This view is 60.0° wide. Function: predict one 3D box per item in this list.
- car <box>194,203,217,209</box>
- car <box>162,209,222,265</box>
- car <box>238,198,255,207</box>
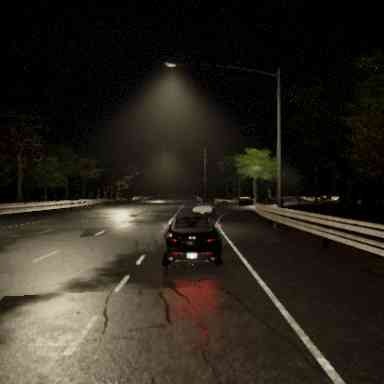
[{"bbox_3d":[1.442,1.770,34.539,1.895,1.301,4.718,0,0,11],"label":"car"},{"bbox_3d":[0.005,1.564,11.838,1.837,1.490,4.892,0,0,0],"label":"car"},{"bbox_3d":[9.682,1.778,58.471,2.128,1.511,4.902,0,-1,28],"label":"car"}]
